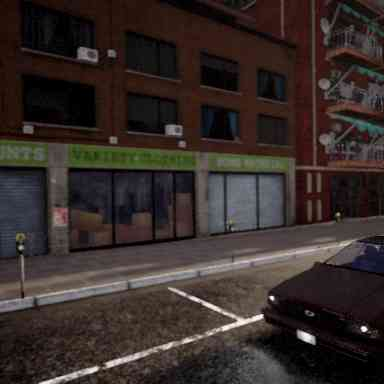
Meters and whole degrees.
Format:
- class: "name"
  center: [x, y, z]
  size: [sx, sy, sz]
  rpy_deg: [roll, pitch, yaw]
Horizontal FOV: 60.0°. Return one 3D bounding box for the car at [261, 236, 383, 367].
- class: "car"
  center: [3.696, 1.544, 5.960]
  size: [5.357, 1.411, 2.033]
  rpy_deg: [0, 0, -35]
